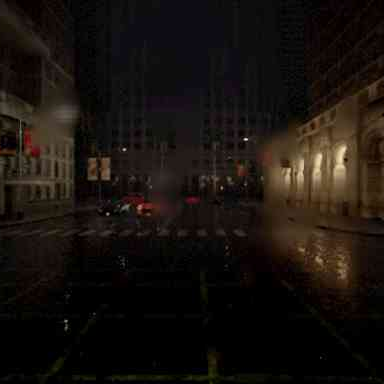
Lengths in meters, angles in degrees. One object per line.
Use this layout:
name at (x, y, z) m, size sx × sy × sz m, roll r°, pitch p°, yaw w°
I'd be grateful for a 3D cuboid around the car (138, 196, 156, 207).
car at (-6.860, 1.428, 51.070) m, size 2.033 × 1.411 × 5.357 m, roll 0°, pitch 0°, yaw 1°

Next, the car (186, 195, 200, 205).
car at (0.168, 1.226, 53.795) m, size 2.097 × 1.767 × 4.553 m, roll 0°, pitch 0°, yaw 1°

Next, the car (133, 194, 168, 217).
car at (-3.593, 1.282, 29.836) m, size 2.097 × 1.767 × 4.553 m, roll 0°, pitch 0°, yaw 0°

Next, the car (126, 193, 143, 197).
car at (-7.004, 1.126, 40.642) m, size 2.150 × 2.045 × 5.566 m, roll 0°, pitch 0°, yaw 1°

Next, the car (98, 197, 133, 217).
car at (-7.100, 1.475, 30.767) m, size 2.033 × 1.411 × 5.357 m, roll 0°, pitch 0°, yaw 0°

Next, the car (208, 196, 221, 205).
car at (3.668, 1.421, 53.791) m, size 2.033 × 1.411 × 5.357 m, roll 0°, pitch 0°, yaw 1°

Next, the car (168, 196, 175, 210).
car at (-3.532, 1.455, 39.308) m, size 2.033 × 1.411 × 5.357 m, roll 0°, pitch 0°, yaw 1°
